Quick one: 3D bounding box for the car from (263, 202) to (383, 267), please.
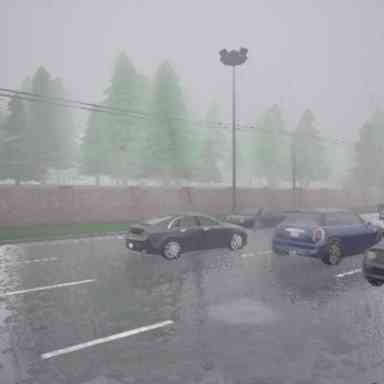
[{"bbox_3d":[4.937,1.336,11.641,4.553,1.767,2.097,0,0,-36],"label":"car"}]

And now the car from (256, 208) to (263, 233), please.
[{"bbox_3d":[4.198,1.589,19.741,4.718,1.301,1.895,0,0,-36],"label":"car"}]

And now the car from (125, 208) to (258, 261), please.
[{"bbox_3d":[-0.044,1.508,12.358,4.892,1.490,1.837,0,0,-36],"label":"car"}]

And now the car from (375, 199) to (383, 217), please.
[{"bbox_3d":[18.888,1.413,30.362,5.008,1.535,1.882,0,0,-36],"label":"car"}]

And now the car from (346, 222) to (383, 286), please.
[{"bbox_3d":[5.922,1.506,8.049,4.674,1.442,1.812,0,0,-36],"label":"car"}]
